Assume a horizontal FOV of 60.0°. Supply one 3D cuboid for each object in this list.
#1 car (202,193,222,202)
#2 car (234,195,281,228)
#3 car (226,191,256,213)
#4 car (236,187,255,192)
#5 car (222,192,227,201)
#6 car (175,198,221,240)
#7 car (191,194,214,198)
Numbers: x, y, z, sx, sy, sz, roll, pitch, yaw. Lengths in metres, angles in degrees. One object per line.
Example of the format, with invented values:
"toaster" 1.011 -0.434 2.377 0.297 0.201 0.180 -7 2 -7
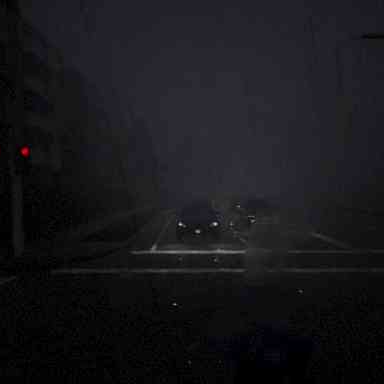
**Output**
"car" 1.657 0.879 35.486 1.837 1.490 4.892 0 1 13
"car" 3.770 1.134 19.206 1.837 1.490 4.892 -1 1 1
"car" 4.140 0.943 28.632 1.882 1.535 5.008 0 1 6
"car" 6.204 0.487 39.116 2.150 2.045 5.566 0 1 19
"car" 5.268 0.684 46.047 1.812 1.442 4.674 0 1 26
"car" 0.246 1.252 15.596 1.812 1.442 4.674 -1 1 0
"car" 0.360 1.110 25.185 2.033 1.411 5.357 -1 1 2
